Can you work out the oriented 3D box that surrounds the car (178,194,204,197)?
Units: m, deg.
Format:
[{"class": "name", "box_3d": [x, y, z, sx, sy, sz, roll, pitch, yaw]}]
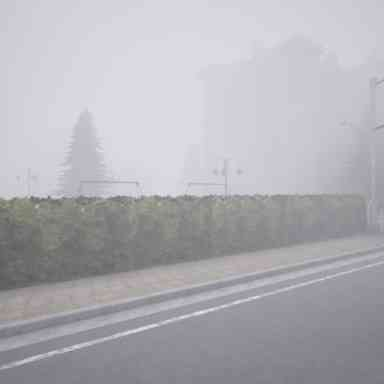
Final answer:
[{"class": "car", "box_3d": [0.317, 1.205, 36.570, 2.150, 2.045, 5.566, 0, 0, -37]}]

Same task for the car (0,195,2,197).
[{"class": "car", "box_3d": [-40.256, 1.374, 67.276, 3.633, 1.501, 1.845, 0, 0, -37]}]
